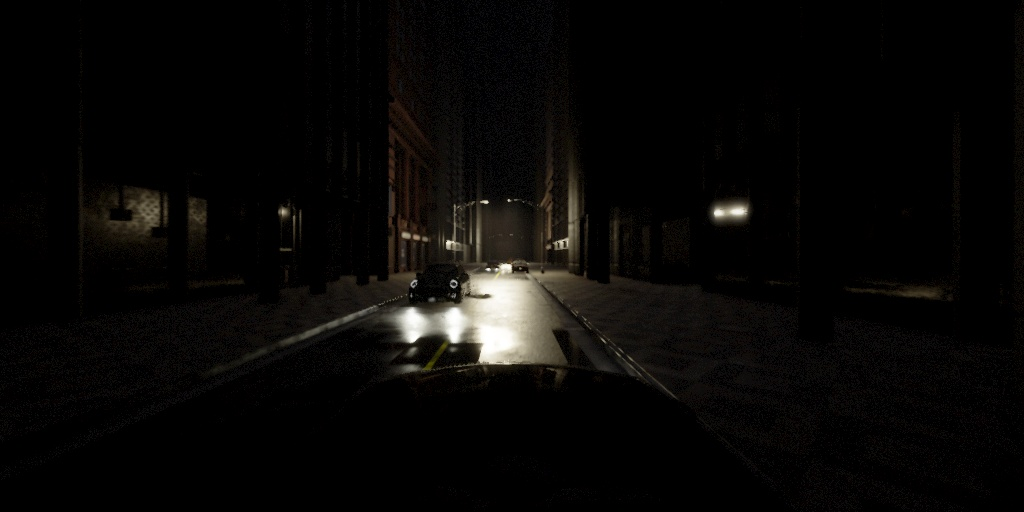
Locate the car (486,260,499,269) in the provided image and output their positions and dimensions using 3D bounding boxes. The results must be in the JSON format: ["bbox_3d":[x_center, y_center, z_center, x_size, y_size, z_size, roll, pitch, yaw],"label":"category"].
[{"bbox_3d":[-3.036,1.309,57.442,2.033,1.411,5.357,0,0,1],"label":"car"}]

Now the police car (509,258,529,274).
[{"bbox_3d":[0.904,1.173,41.179,1.930,1.638,5.238,0,0,0],"label":"police car"}]

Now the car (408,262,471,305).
[{"bbox_3d":[-3.096,1.099,16.097,2.097,1.767,4.553,0,0,0],"label":"car"}]
